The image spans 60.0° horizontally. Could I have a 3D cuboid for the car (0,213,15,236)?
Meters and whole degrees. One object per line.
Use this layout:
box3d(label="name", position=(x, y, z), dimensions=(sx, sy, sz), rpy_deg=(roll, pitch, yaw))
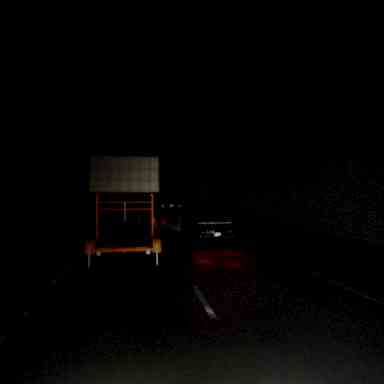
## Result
box3d(label="car", position=(-10.184, 1.599, 15.717), dimensions=(1.895, 1.301, 4.718), rpy_deg=(0, 0, -9))

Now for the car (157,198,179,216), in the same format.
box3d(label="car", position=(-2.303, 1.350, 33.337), dimensions=(2.097, 1.767, 4.553), rpy_deg=(0, 0, -10))

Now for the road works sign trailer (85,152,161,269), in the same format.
box3d(label="road works sign trailer", position=(-2.270, 0.463, 11.311), dimensions=(2.380, 3.560, 2.880), rpy_deg=(0, 0, -9))

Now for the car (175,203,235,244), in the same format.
box3d(label="car", position=(0.632, 1.489, 15.887), dimensions=(2.128, 1.511, 4.902), rpy_deg=(0, 0, -9))
